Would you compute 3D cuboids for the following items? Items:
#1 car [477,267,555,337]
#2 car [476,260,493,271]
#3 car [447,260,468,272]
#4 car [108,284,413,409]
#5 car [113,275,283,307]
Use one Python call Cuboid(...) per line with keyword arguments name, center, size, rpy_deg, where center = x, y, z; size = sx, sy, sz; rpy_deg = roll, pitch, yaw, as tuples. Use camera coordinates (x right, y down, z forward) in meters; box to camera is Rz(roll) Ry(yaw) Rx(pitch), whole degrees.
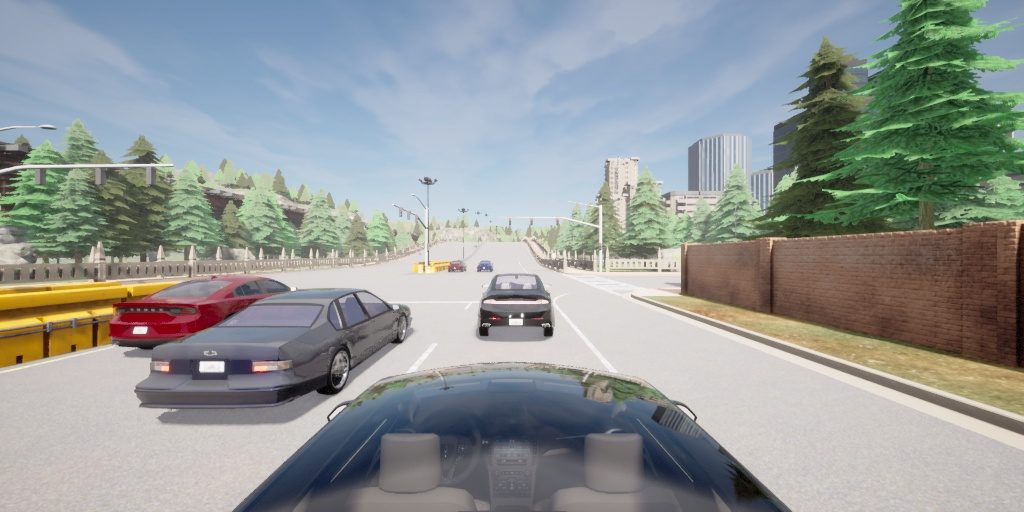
Cuboid(name="car", center=(0.132, 1.242, 10.310), size=(2.128, 1.511, 4.902), rpy_deg=(0, 0, 1))
Cuboid(name="car", center=(-3.384, 1.276, 45.727), size=(1.812, 1.442, 4.674), rpy_deg=(0, 0, 0))
Cuboid(name="car", center=(-6.879, 1.276, 45.330), size=(1.812, 1.442, 4.674), rpy_deg=(0, 0, 0))
Cuboid(name="car", center=(-3.397, 1.297, 6.565), size=(2.033, 1.411, 5.357), rpy_deg=(0, 0, 0))
Cuboid(name="car", center=(-6.897, 1.228, 9.129), size=(1.882, 1.535, 5.008), rpy_deg=(0, 0, 0))
